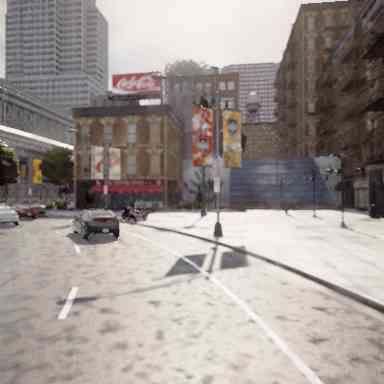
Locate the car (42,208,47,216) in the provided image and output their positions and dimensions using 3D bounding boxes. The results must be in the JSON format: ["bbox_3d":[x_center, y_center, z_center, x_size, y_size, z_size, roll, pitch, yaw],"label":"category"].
[{"bbox_3d":[-18.350,2.013,37.251,4.718,1.301,1.895,-1,-1,38],"label":"car"}]

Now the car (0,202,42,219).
[{"bbox_3d":[-16.622,1.886,31.822,4.674,1.442,1.812,-1,-1,40],"label":"car"}]

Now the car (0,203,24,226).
[{"bbox_3d":[-14.689,1.818,25.351,1.812,1.442,4.674,1,-1,-43],"label":"car"}]

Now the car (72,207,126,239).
[{"bbox_3d":[-5.493,1.705,18.814,1.837,1.490,4.892,1,-1,-29],"label":"car"}]

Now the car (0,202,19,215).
[{"bbox_3d":[-23.307,1.982,40.127,4.674,1.452,2.002,0,-1,28],"label":"car"}]
